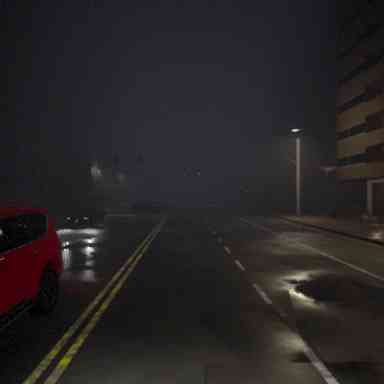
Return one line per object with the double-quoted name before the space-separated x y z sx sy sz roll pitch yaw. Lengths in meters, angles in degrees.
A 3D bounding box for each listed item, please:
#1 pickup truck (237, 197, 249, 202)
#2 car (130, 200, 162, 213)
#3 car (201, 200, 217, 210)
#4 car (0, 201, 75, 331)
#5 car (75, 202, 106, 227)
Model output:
"pickup truck" 14.388 1.712 90.228 2.390 2.098 6.274 0 0 29
"car" -5.828 1.798 41.487 4.902 1.511 2.128 0 -1 45
"car" 2.435 1.897 47.893 2.033 1.411 5.357 0 0 -3
"car" -3.693 1.256 4.739 2.150 2.045 5.566 0 0 -2
"car" -7.603 1.688 24.187 1.837 1.490 4.892 0 -1 -1
